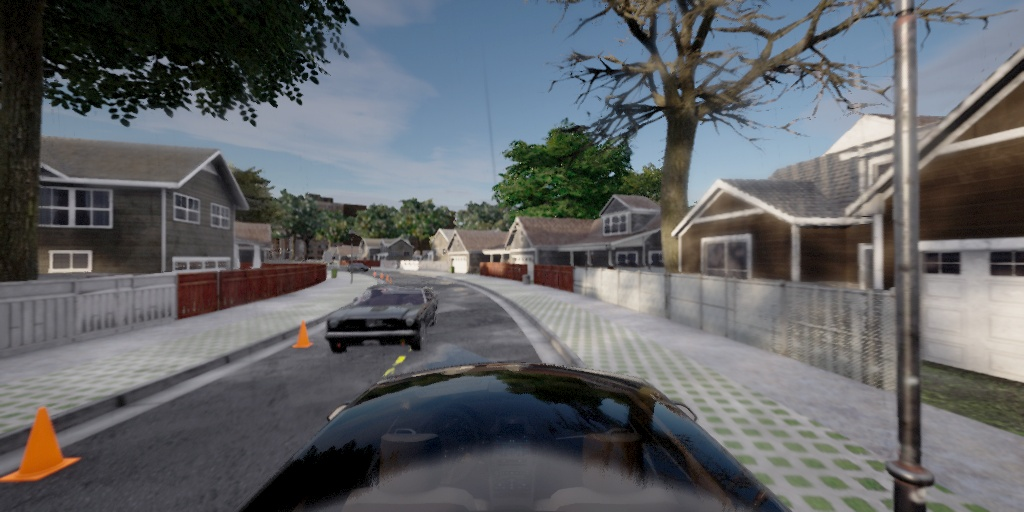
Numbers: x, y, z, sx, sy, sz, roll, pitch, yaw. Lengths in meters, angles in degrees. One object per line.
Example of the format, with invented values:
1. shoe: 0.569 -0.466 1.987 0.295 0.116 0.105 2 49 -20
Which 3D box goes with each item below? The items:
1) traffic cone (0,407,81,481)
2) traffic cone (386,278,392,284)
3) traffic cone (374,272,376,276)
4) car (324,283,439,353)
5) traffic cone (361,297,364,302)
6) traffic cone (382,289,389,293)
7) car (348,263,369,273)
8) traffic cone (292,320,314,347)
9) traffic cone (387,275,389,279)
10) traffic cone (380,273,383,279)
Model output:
1. traffic cone: -4.440 1.727 3.387 0.340 0.580 0.340 0 0 -2
2. traffic cone: -7.612 1.863 22.462 0.340 0.580 0.340 0 0 -17
3. traffic cone: -15.363 1.995 40.177 0.340 0.580 0.340 0 0 -31
4. car: -3.000 1.408 9.188 1.895 1.301 4.718 0 0 -7
5. traffic cone: -5.435 1.794 13.023 0.340 0.580 0.340 0 0 -9
6. traffic cone: -6.377 1.828 17.776 0.340 0.580 0.340 0 0 -13
7. car: -22.649 1.695 52.669 1.994 1.385 4.181 0 0 -40
8. traffic cone: -4.788 1.761 8.220 0.340 0.580 0.340 0 0 -6
9. traffic cone: -9.135 1.897 27.063 0.340 0.580 0.340 0 0 -20
10. traffic cone: -13.018 1.963 35.937 0.340 0.580 0.340 0 0 -27
